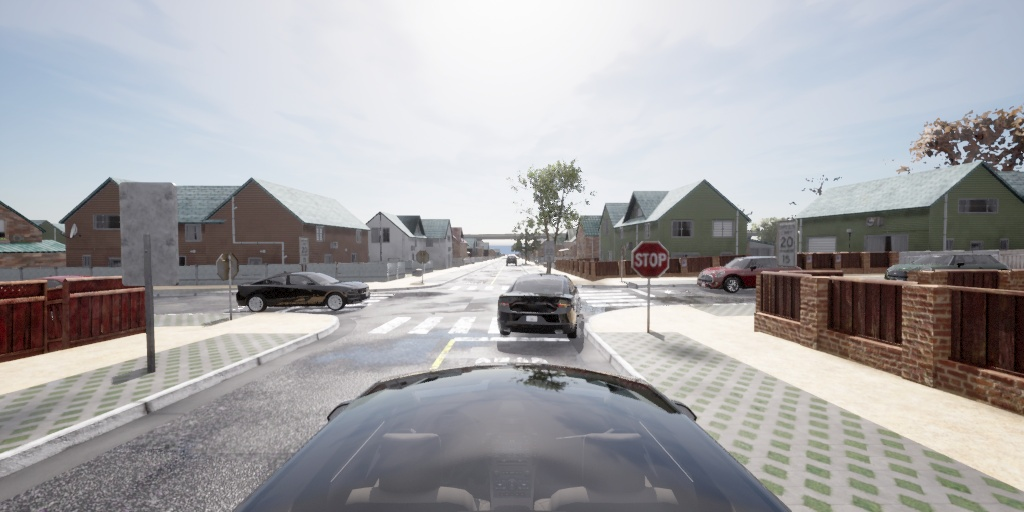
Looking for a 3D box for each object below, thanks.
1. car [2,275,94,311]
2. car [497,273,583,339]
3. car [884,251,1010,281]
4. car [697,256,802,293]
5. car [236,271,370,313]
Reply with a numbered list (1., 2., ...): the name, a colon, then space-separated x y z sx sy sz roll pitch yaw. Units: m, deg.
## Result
1. car: -18.037 1.547 14.720 5.008 1.535 1.882 -1 2 0
2. car: 0.948 1.224 10.279 1.882 1.535 5.008 0 0 12
3. car: 21.682 0.646 17.985 4.553 1.767 2.097 -1 2 0
4. car: 11.787 0.820 17.902 4.553 1.767 2.097 -1 2 0
5. car: -8.484 1.377 14.794 5.008 1.535 1.882 -1 2 0
